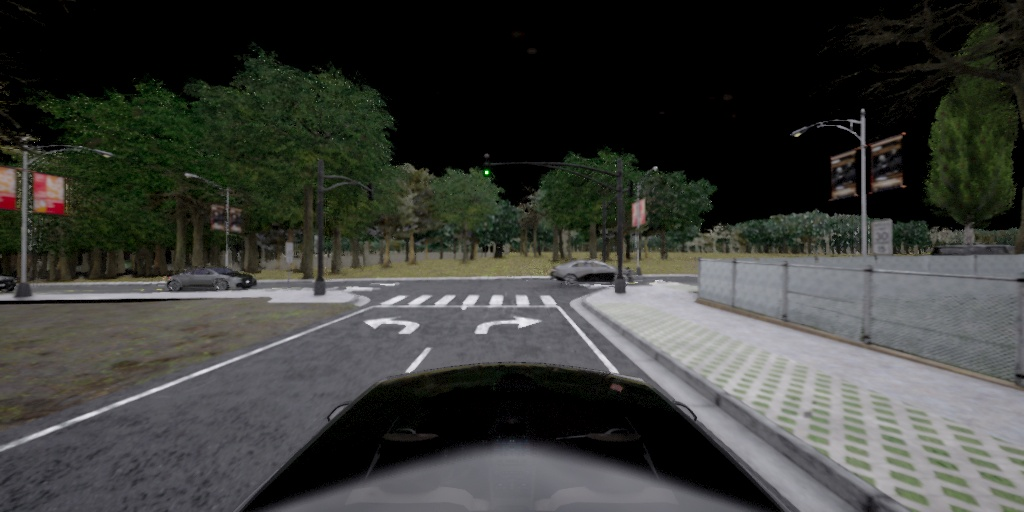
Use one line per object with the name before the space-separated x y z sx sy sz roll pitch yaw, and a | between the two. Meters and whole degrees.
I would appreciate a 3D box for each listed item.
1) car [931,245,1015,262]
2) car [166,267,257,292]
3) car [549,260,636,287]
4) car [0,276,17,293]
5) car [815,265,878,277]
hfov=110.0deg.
car | 27.489 0.373 20.712 5.566 2.045 2.150 -1 -1 0
car | -17.339 1.342 20.823 4.181 1.385 1.994 -1 -1 0
car | 4.622 0.961 20.762 4.902 1.511 2.128 -1 0 0
car | -32.109 1.467 20.862 5.008 1.535 1.882 -1 -1 0
car | 22.716 0.769 24.068 4.674 1.442 1.812 -1 -1 0
